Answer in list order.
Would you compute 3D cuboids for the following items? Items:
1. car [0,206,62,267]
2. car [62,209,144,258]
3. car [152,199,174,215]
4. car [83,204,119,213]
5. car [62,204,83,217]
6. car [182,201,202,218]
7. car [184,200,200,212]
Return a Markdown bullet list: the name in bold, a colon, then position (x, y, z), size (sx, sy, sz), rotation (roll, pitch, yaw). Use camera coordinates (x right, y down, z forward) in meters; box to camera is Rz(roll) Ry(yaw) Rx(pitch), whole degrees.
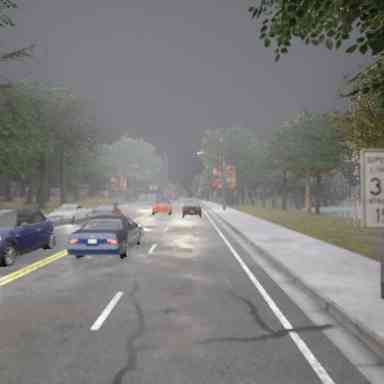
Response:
- **car**: position (-6.596, 1.420, 11.620), size (2.097, 1.767, 4.553), rotation (0, 0, 0)
- **car**: position (-3.149, 1.624, 13.029), size (2.033, 1.411, 5.357), rotation (0, 0, 0)
- **car**: position (-3.199, 1.597, 37.355), size (2.097, 1.767, 4.553), rotation (0, -1, 1)
- **car**: position (-6.578, 1.684, 25.674), size (1.812, 1.442, 4.674), rotation (0, 0, -1)
- **car**: position (-9.824, 1.693, 26.794), size (1.812, 1.442, 4.674), rotation (0, 0, 0)
- **car**: position (0.009, 1.689, 32.988), size (1.882, 1.535, 5.008), rotation (0, 0, 0)
- **car**: position (0.023, 1.856, 44.769), size (2.033, 1.411, 5.357), rotation (0, 0, 0)
